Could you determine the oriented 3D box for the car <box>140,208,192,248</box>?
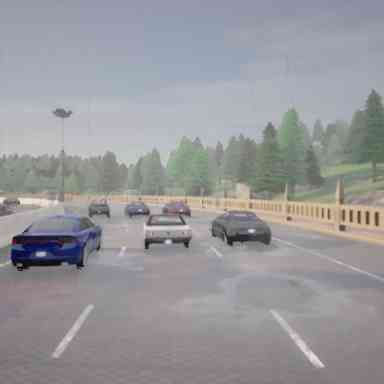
[{"bbox_3d":[-1.239,1.613,14.932,1.895,1.301,4.718,0,0,-8],"label":"car"}]

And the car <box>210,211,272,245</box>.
[{"bbox_3d":[2.149,1.566,15.614,1.994,1.385,4.181,0,0,-9],"label":"car"}]

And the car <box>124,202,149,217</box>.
[{"bbox_3d":[-5.276,1.599,31.736,1.994,1.385,4.181,0,0,-18],"label":"car"}]

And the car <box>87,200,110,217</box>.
[{"bbox_3d":[-8.822,1.538,31.347,2.128,1.511,4.902,0,0,-18],"label":"car"}]

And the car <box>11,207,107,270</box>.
[{"bbox_3d":[-4.286,1.498,11.265,1.882,1.535,5.008,0,0,-7],"label":"car"}]

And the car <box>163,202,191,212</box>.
[{"bbox_3d":[-1.543,1.587,31.527,1.994,1.385,4.181,0,0,-17],"label":"car"}]

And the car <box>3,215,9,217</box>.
[{"bbox_3d":[-13.830,1.563,23.051,1.837,1.490,4.892,0,0,-15],"label":"car"}]
